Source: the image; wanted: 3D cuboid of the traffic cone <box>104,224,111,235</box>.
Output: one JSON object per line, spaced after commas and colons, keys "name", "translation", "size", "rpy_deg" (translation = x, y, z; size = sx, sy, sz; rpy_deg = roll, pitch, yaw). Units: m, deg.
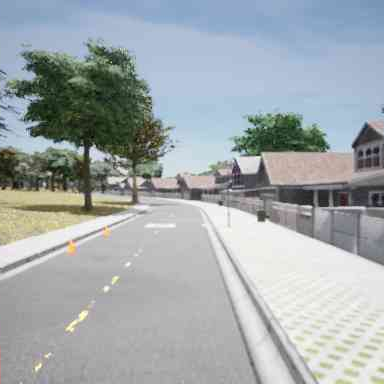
{"name": "traffic cone", "translation": [-4.428, 1.938, 17.243], "size": [0.340, 0.580, 0.340], "rpy_deg": [0, 0, 0]}
